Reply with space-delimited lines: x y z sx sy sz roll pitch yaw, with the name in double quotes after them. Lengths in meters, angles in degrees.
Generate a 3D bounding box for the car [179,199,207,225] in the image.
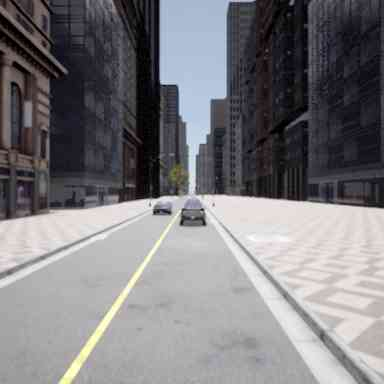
0.085 1.529 24.595 2.128 1.511 4.902 0 0 0 "car"

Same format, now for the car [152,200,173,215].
-2.968 1.593 34.763 2.033 1.411 5.357 0 0 0 "car"
